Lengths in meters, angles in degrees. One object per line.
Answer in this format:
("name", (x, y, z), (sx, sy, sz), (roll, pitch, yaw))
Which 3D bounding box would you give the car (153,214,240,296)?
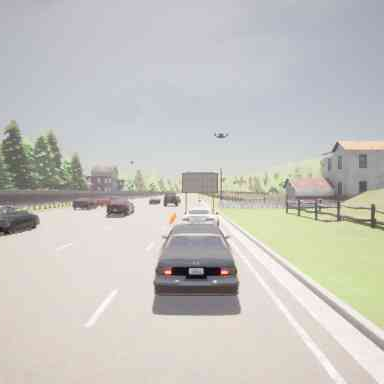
("car", (0.107, 1.547, 8.806), (2.033, 1.411, 5.357), (0, 0, 1))

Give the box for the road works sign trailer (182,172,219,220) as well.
("road works sign trailer", (0.508, 0.464, 22.064), (2.380, 3.560, 2.880), (0, 0, -3))

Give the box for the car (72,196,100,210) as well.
("car", (-13.855, 1.478, 43.115), (1.882, 1.535, 5.008), (0, 0, 0))

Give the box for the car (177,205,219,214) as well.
("car", (0.495, 1.539, 18.450), (1.812, 1.442, 4.674), (0, -1, 6))

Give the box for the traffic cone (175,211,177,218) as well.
("traffic cone", (-1.461, 1.955, 25.162), (0.340, 0.580, 0.340), (0, 0, 0))

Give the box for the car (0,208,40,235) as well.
("car", (-10.380, 1.564, 18.862), (1.994, 1.385, 4.181), (0, 0, 0))

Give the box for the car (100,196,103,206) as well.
("car", (-13.846, 1.352, 53.113), (2.097, 1.767, 4.553), (0, 0, 0))

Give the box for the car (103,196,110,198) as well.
("car", (-10.352, 1.351, 46.220), (2.097, 1.767, 4.553), (0, 0, 0))

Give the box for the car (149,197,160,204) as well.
("car", (-6.836, 1.600, 62.625), (1.895, 1.301, 4.718), (0, 0, 0))

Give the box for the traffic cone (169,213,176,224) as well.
("traffic cone", (-1.463, 1.955, 23.162), (0.340, 0.580, 0.340), (0, 0, 0))

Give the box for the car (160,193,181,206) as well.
("car", (-3.345, 1.221, 53.342), (2.150, 2.045, 5.566), (0, 0, 0))

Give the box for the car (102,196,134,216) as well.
("car", (-6.866, 1.477, 32.292), (1.882, 1.535, 5.008), (0, 0, 0))

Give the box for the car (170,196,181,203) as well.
("car", (-3.329, 1.564, 68.557), (1.994, 1.385, 4.181), (0, 0, 0))
